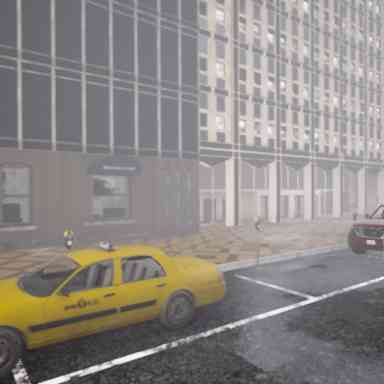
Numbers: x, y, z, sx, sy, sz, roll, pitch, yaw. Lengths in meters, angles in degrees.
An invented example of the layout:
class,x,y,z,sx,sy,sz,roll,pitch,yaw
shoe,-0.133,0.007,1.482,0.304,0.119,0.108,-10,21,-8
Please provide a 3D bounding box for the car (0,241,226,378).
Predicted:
class,x,y,z,sx,sy,sz,roll,pitch,yaw
car,-1.639,1.522,5.393,4.829,1.417,1.752,0,0,-35

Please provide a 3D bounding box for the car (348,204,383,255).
class,x,y,z,sx,sy,sz,roll,pitch,yaw
car,7.771,1.291,12.095,5.009,1.841,2.192,0,0,-35
